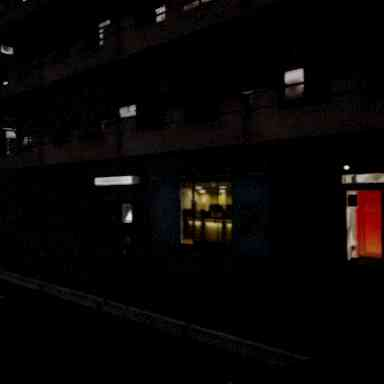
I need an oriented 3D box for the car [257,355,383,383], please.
[{"bbox_3d":[2.268,1.547,1.271,4.507,1.381,1.887,0,-1,35],"label":"car"}]
